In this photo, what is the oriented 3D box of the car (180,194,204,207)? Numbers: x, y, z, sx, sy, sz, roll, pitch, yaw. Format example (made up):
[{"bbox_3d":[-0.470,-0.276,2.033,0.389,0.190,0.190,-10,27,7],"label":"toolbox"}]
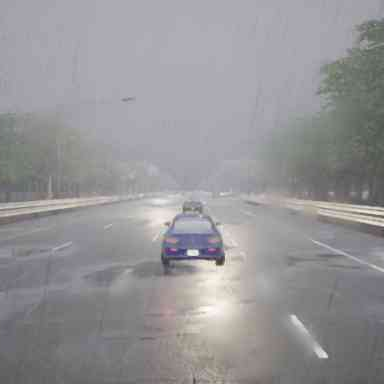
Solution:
[{"bbox_3d":[0.077,1.273,31.904,2.128,1.511,4.902,0,0,0],"label":"car"}]

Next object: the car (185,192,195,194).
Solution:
[{"bbox_3d":[0.137,1.142,59.060,2.033,1.411,5.357,0,0,0],"label":"car"}]

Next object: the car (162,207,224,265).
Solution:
[{"bbox_3d":[0.030,1.449,11.228,1.812,1.442,4.674,0,0,0],"label":"car"}]
